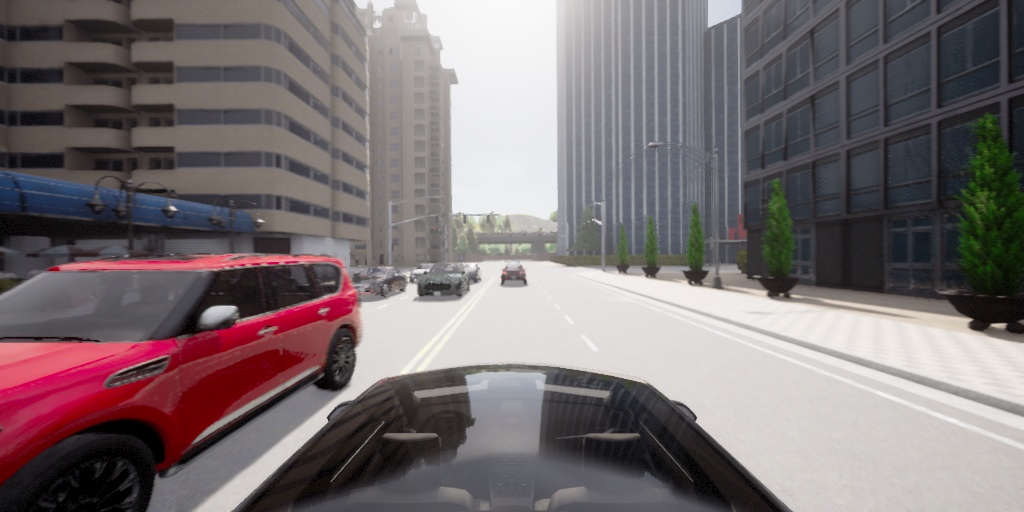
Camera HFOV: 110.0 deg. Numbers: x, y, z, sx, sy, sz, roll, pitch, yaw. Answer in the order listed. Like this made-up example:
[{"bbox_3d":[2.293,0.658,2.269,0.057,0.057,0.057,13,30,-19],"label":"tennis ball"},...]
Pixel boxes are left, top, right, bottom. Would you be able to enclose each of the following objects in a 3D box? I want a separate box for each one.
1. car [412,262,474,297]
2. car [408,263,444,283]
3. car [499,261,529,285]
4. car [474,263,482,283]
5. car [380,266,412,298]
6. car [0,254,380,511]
[{"bbox_3d":[-3.450,1.146,18.829,2.097,1.767,4.553,0,0,0],"label":"car"},{"bbox_3d":[-6.917,1.324,29.257,1.812,1.442,4.674,0,0,0],"label":"car"},{"bbox_3d":[0.135,1.276,26.277,1.812,1.442,4.674,0,0,1],"label":"car"},{"bbox_3d":[-3.435,1.266,27.930,2.128,1.511,4.902,0,0,1],"label":"car"},{"bbox_3d":[-6.949,1.302,18.812,2.128,1.511,4.902,0,0,0],"label":"car"},{"bbox_3d":[-3.607,0.995,3.898,2.150,2.045,5.566,0,0,0],"label":"car"}]
